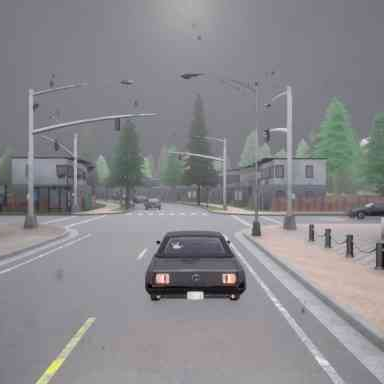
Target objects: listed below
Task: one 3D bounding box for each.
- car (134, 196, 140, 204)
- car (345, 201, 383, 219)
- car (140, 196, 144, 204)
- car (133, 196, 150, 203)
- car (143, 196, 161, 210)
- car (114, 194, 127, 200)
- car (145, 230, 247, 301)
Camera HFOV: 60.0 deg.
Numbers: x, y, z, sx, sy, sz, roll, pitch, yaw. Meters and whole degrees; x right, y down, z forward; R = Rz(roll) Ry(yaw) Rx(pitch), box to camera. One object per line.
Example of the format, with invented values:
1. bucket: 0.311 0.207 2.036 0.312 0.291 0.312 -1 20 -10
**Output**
1. car: -9.661 1.470 61.431 1.837 1.490 4.892 0 0 -23
2. car: 15.416 1.510 28.006 4.674 1.442 1.812 0 0 1
3. car: -6.448 1.513 51.979 2.033 1.411 5.357 0 0 -14
4. car: -10.935 1.505 71.886 1.994 1.385 4.181 0 0 -36
5. car: -4.929 1.491 42.409 1.812 1.442 4.674 0 0 -6
6. car: -16.935 1.322 79.949 4.674 1.442 1.812 0 0 45
7. car: 0.036 1.601 8.285 1.895 1.301 4.718 0 0 -1
